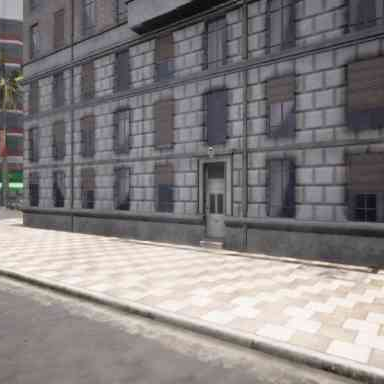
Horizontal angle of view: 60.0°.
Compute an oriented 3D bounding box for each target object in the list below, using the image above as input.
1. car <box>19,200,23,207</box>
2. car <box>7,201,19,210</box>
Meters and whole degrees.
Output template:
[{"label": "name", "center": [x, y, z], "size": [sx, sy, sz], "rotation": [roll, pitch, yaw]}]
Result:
[{"label": "car", "center": [-17.725, 1.526, 40.103], "size": [1.812, 1.442, 4.674], "rotation": [0, 0, 36]}, {"label": "car", "center": [-20.821, 1.564, 41.787], "size": [1.994, 1.385, 4.181], "rotation": [0, 0, 36]}]
